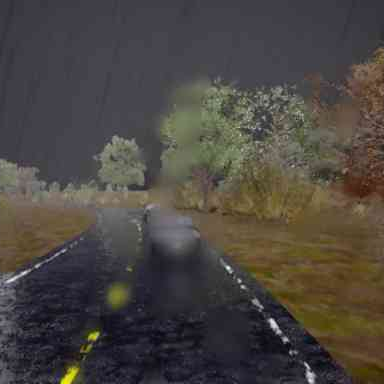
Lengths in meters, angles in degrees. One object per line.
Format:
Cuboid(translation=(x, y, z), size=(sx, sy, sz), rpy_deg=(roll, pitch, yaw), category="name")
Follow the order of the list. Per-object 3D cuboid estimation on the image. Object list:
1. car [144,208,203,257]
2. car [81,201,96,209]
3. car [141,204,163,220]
Cuboid(translation=(-0.714, 1.637, 13.649), size=(2.128, 1.511, 4.902), rpy_deg=(0, 0, -6), category="car")
Cuboid(translation=(-18.871, 2.280, 60.668), size=(2.033, 1.411, 5.357), rpy_deg=(0, -1, -28), category="car")
Cuboid(translation=(-3.433, 1.799, 29.330), size=(1.882, 1.535, 5.008), rpy_deg=(0, 0, -13), category="car")
